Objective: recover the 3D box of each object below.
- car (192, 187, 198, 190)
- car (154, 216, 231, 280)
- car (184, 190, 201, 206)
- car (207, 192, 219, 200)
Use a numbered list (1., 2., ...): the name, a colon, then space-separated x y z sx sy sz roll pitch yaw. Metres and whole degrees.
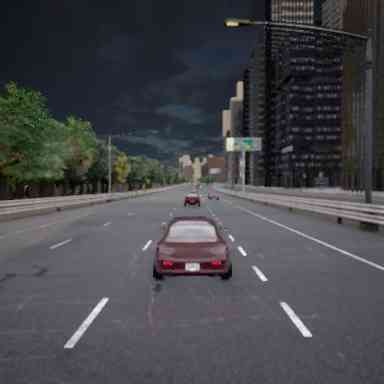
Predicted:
1. car: 0.331 0.284 77.226 1.837 1.490 4.892 0 1 1
2. car: 0.011 1.396 9.376 1.812 1.442 4.674 0 1 0
3. car: 0.052 0.879 41.836 1.882 1.535 5.008 0 1 0
4. car: 3.756 0.650 59.638 2.033 1.411 5.357 0 1 0
